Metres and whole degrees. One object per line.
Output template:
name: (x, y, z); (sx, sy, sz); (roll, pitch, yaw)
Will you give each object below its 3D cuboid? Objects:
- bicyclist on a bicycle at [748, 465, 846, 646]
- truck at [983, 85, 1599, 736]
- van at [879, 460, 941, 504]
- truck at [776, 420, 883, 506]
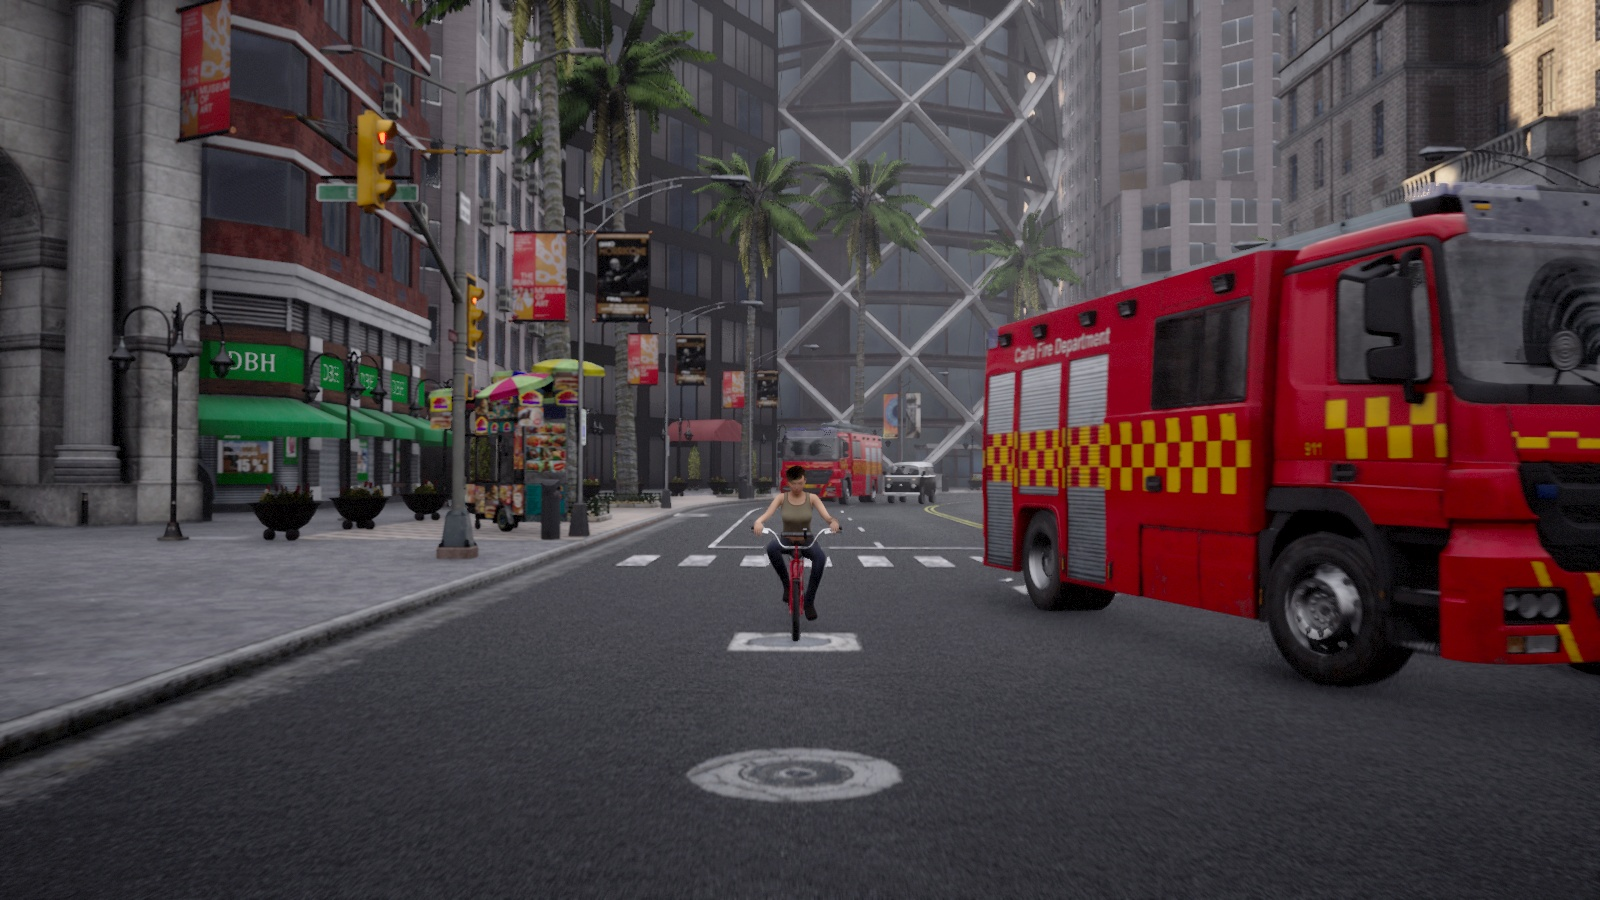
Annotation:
bicyclist on a bicycle: (-0.025, 0.952, 11.966); (0.866, 1.612, 1.509); (0, -1, 0)
truck: (4.673, -0.170, 11.836); (2.891, 3.827, 8.468); (0, -1, -13)
van: (5.391, 1.539, 61.074); (2.069, 2.038, 4.480); (-1, -1, 18)
truck: (1.563, 0.657, 60.515); (2.891, 3.827, 8.468); (-1, -1, 17)
